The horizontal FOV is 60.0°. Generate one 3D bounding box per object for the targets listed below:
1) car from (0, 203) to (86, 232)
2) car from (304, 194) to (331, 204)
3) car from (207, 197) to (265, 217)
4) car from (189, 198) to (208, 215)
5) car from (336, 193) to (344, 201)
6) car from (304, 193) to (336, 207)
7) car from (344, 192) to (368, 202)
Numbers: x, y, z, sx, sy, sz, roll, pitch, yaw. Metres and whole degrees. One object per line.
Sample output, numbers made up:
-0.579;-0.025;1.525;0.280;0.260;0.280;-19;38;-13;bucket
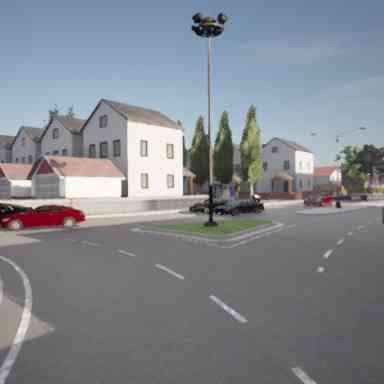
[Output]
-8.849;1.489;20.111;4.674;1.442;1.812;-2;1;-23;car
18.965;0.996;50.018;2.033;1.411;5.357;0;1;42;car
4.143;1.305;28.672;5.357;1.411;2.033;-1;1;-43;car
1.861;1.244;31.375;5.008;1.535;1.882;-1;0;-43;car
26.324;0.911;58.260;1.895;1.301;4.718;0;1;42;car
15.606;0.899;41.056;2.097;1.767;4.553;0;0;42;car
26.800;0.828;53.591;2.128;1.511;4.902;0;1;42;car
